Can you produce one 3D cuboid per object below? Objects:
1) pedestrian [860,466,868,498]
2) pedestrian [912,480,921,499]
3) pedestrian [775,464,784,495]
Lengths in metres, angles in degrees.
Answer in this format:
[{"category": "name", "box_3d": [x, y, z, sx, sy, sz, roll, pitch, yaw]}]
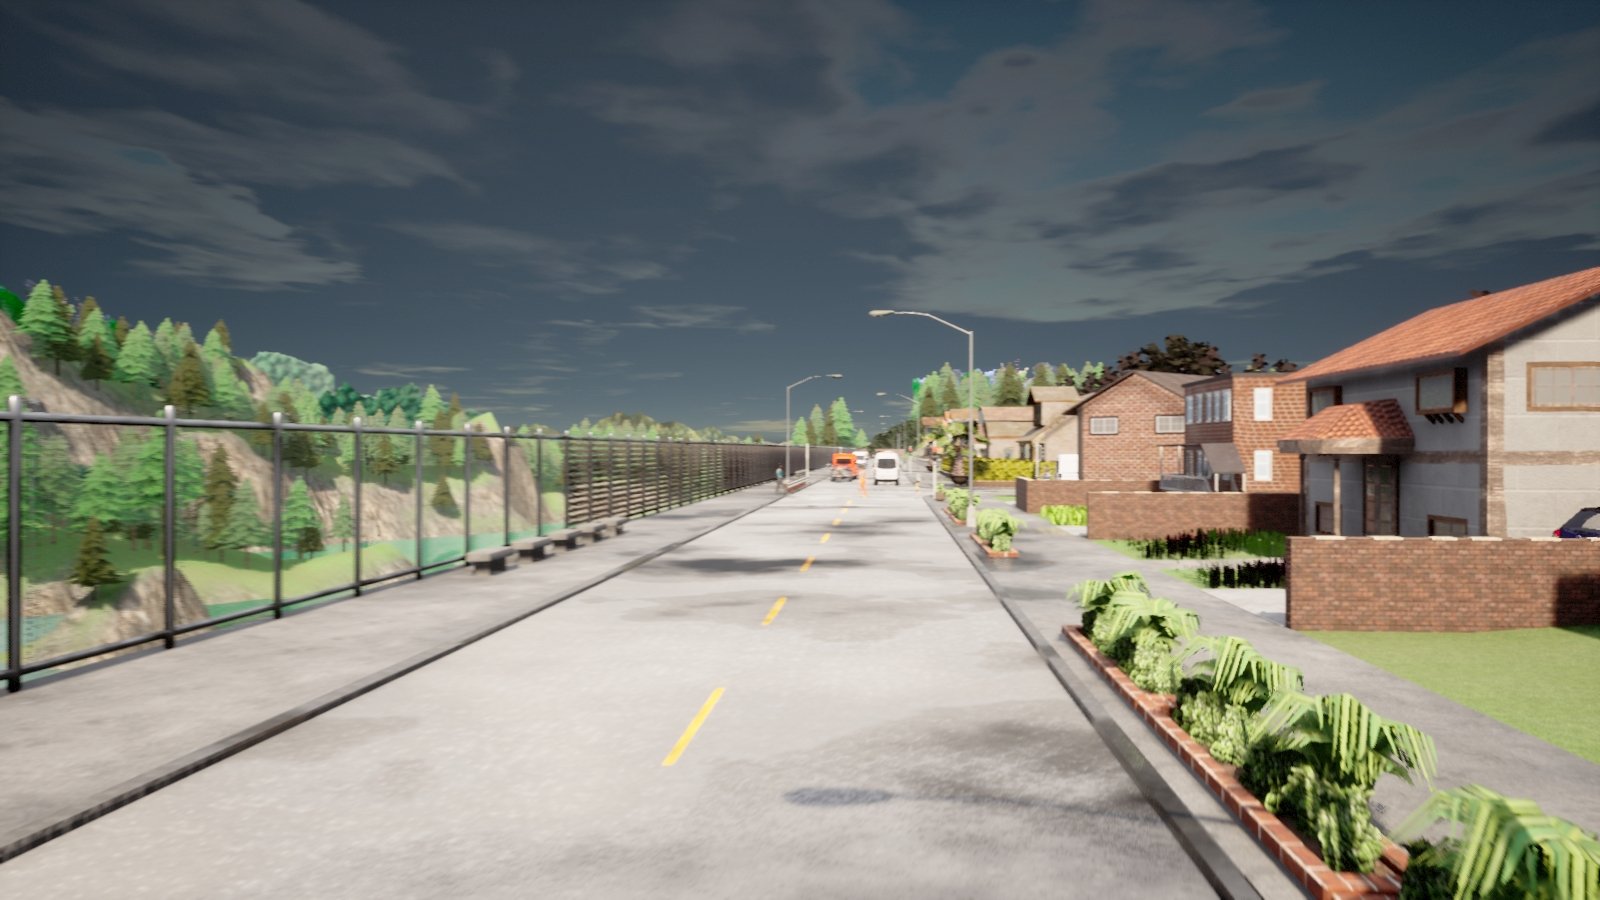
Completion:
[{"category": "pedestrian", "box_3d": [3.734, 1.855, 66.782, 0.375, 1.860, 0.375, 0, 0, 25]}, {"category": "pedestrian", "box_3d": [6.642, 2.237, 64.996, 0.500, 1.100, 0.500, 0, 0, 4]}, {"category": "pedestrian", "box_3d": [-1.234, 1.747, 68.767, 0.375, 1.860, 0.375, 0, 0, 28]}]
